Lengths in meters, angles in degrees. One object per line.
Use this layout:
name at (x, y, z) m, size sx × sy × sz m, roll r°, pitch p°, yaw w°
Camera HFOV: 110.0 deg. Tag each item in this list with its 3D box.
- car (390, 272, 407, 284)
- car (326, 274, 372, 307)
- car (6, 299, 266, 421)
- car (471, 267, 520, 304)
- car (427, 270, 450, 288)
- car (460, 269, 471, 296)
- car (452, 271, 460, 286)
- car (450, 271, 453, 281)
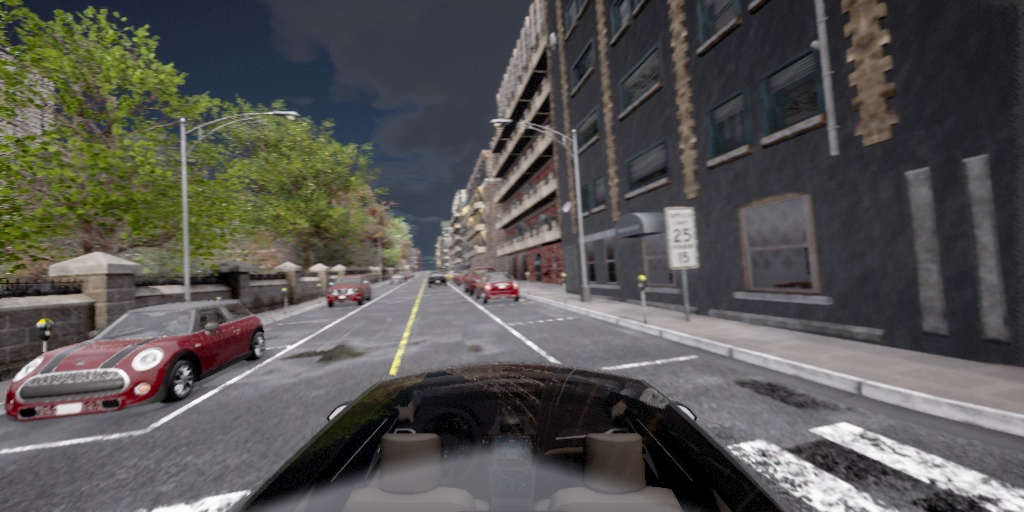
car at (-17.713, 3.591, 55.296) m, size 2.007 × 1.370 × 4.403 m, roll 0°, pitch 0°, yaw -13°
car at (-10.274, 2.141, 23.024) m, size 2.192 × 1.841 × 5.009 m, roll 0°, pitch 0°, yaw -13°
car at (-6.554, 1.659, 6.889) m, size 1.967 × 1.591 × 4.097 m, roll 0°, pitch 0°, yaw -13°
car at (-0.882, 1.616, 19.541) m, size 1.967 × 1.591 × 4.097 m, roll 0°, pitch 0°, yaw -13°
car at (-8.172, 2.560, 39.252) m, size 1.882 × 1.535 × 5.008 m, roll -3°, pitch -1°, yaw -13°
car at (-2.123, 1.694, 24.920) m, size 2.192 × 1.841 × 5.009 m, roll 0°, pitch 0°, yaw -13°
car at (-4.957, 2.232, 38.881) m, size 2.097 × 1.767 × 4.553 m, roll -3°, pitch -1°, yaw -13°
car at (-6.491, 2.661, 45.732) m, size 1.812 × 1.442 × 4.674 m, roll -3°, pitch -1°, yaw -13°
